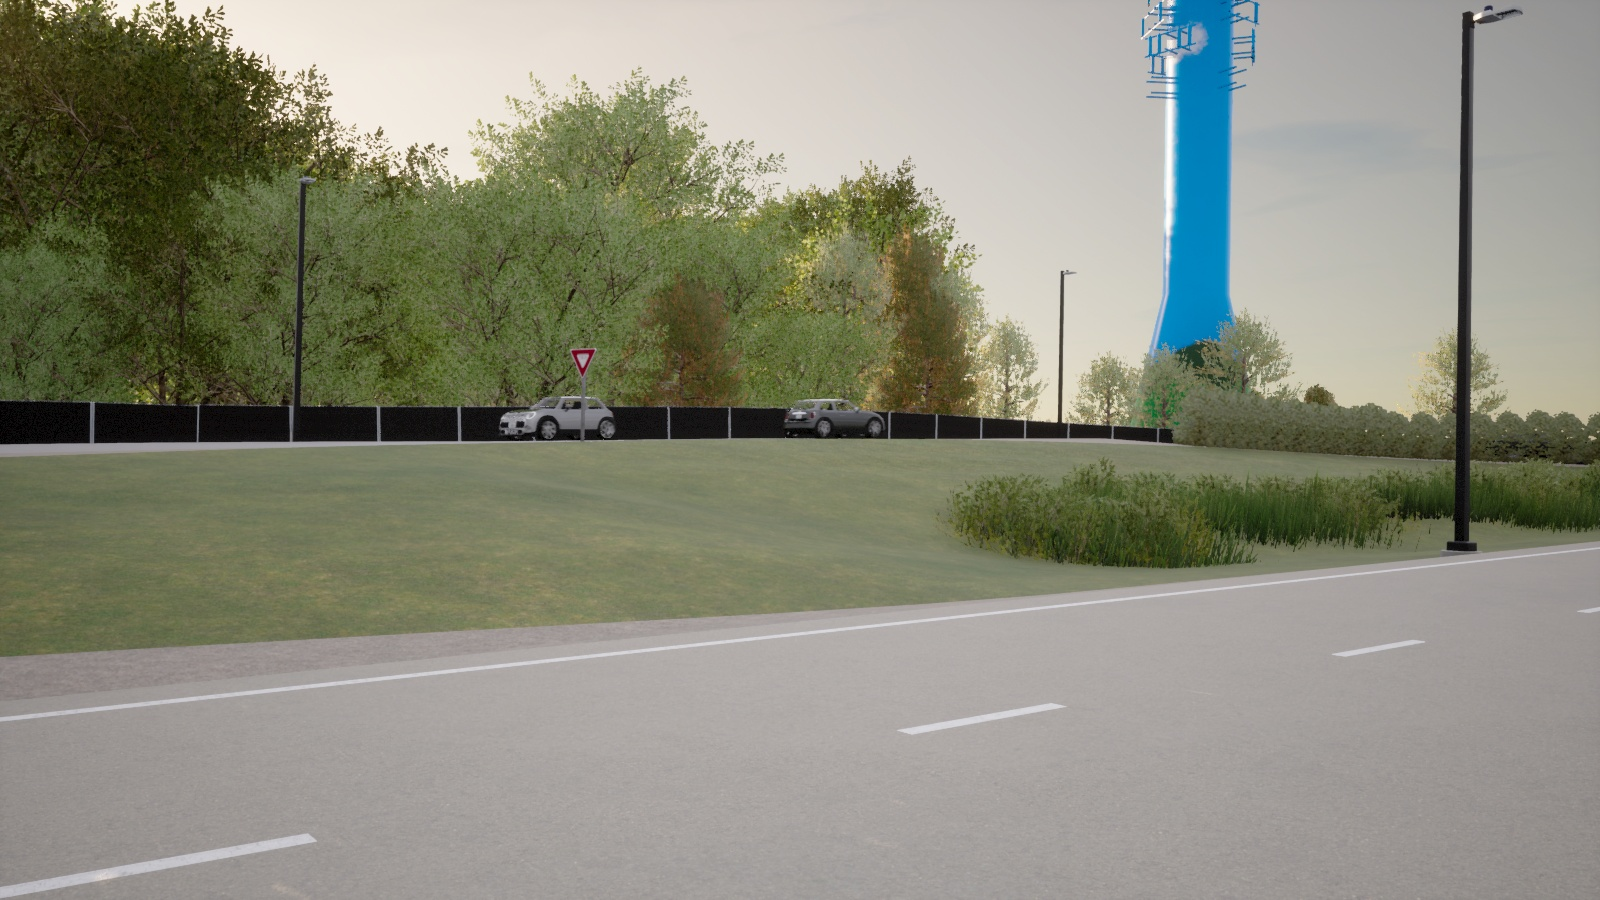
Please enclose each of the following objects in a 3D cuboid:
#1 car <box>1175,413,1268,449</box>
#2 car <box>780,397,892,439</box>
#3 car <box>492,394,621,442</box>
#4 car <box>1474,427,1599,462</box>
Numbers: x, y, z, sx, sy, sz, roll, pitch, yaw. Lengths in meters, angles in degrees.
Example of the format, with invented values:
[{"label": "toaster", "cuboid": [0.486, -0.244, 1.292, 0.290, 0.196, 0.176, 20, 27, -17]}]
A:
[{"label": "car", "cuboid": [19.872, -0.877, 59.209, 4.193, 1.474, 1.816, 3, -2, -30]}, {"label": "car", "cuboid": [1.343, -1.167, 46.401, 3.806, 1.475, 1.970, -1, 0, -41]}, {"label": "car", "cuboid": [-8.053, -1.049, 41.709, 1.970, 1.475, 3.806, 0, 1, 40]}, {"label": "car", "cuboid": [36.452, -0.252, 62.249, 5.008, 1.535, 1.882, 2, -1, 1]}]
